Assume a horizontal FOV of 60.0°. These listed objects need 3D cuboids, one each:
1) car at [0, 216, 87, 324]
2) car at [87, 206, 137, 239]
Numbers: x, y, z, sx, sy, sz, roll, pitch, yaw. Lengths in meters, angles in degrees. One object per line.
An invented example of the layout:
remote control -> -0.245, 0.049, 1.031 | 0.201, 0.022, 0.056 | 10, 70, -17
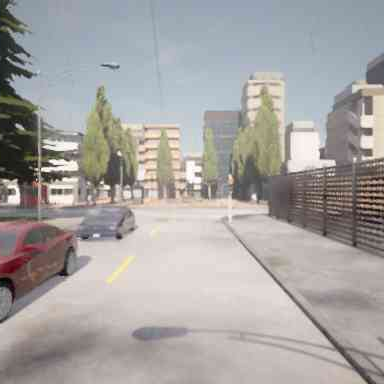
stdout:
car -> -4.075, 1.415, 7.162 | 1.882, 1.535, 5.008 | 0, 0, 0
car -> -4.000, 1.404, 16.593 | 2.033, 1.411, 5.357 | 0, 0, 0
